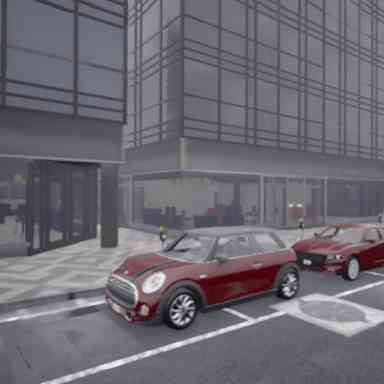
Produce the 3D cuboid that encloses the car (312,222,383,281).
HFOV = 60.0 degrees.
[{"bbox_3d":[4.890,1.637,10.130,4.507,1.381,1.887,1,-1,-35],"label":"car"}]

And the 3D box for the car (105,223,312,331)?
[{"bbox_3d":[0.327,1.479,6.882,4.097,1.590,1.967,1,-1,-35],"label":"car"}]
